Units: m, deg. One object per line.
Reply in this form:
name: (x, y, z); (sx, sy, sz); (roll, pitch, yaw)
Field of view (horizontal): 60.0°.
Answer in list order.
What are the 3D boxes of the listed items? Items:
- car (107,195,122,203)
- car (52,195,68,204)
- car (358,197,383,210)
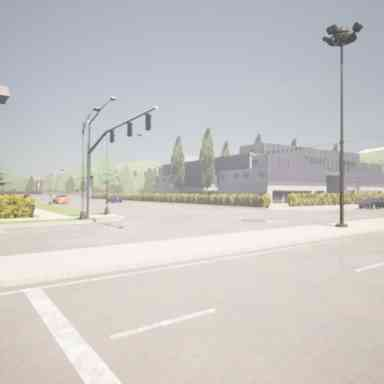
car: (-15.988, 1.352, 68.022); (2.097, 1.767, 4.553); (0, 0, -34)
car: (-24.672, 1.350, 62.259); (2.097, 1.767, 4.553); (0, 0, -34)
car: (23.974, 1.498, 44.042); (4.892, 1.490, 1.837); (0, 0, -34)
